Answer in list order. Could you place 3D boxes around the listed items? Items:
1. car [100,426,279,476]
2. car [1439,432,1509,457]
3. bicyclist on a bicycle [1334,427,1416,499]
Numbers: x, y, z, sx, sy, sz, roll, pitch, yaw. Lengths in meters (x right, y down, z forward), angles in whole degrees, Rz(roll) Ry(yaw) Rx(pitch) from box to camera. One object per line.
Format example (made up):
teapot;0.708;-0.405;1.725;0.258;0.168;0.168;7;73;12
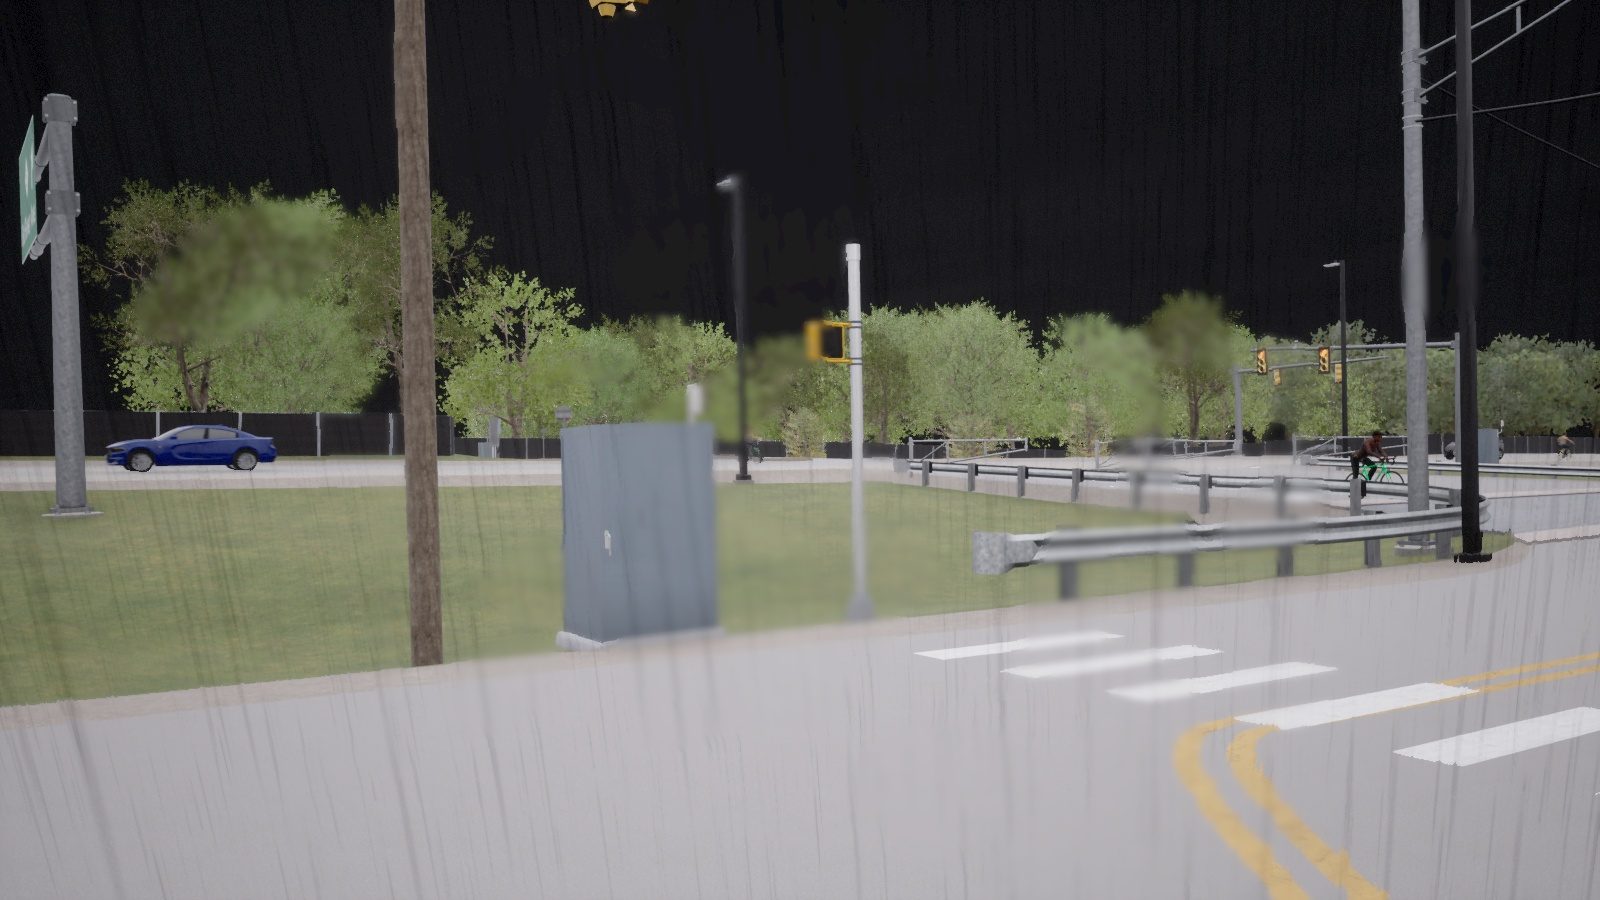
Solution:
car;-19.773;0.014;40.785;5.008;1.535;1.882;-1;0;-34
car;42.324;-0.362;78.793;4.514;1.525;2.007;0;0;-34
bicyclist on a bicycle;13.444;0.322;29.411;0.582;1.620;1.656;-1;-2;-27
